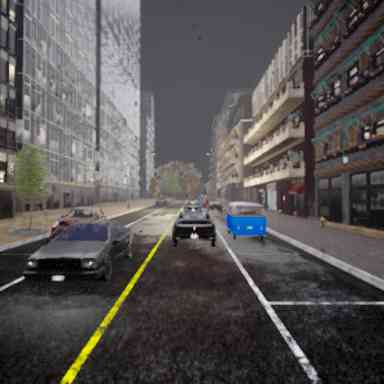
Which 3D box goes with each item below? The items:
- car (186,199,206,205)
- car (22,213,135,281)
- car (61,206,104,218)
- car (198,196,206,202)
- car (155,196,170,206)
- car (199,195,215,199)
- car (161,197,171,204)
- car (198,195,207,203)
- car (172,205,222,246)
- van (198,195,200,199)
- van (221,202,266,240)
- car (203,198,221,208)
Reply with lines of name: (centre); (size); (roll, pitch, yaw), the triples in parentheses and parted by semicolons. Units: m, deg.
car: (0.093, 1.720, 33.424); (2.033, 1.411, 5.357); (0, 0, 0)
car: (-3.038, 1.601, 10.260); (2.033, 1.411, 5.357); (0, 0, 1)
car: (-5.681, 1.529, 17.289); (1.967, 1.590, 4.097); (1, 0, 0)
car: (2.691, 1.911, 90.842); (1.967, 1.590, 4.097); (1, 0, 0)
car: (-5.695, 1.638, 62.548); (2.192, 1.841, 5.009); (1, 0, 0)
car: (2.694, 1.580, 51.242); (2.192, 1.841, 5.009); (1, 0, 0)
car: (-5.665, 1.906, 73.692); (1.752, 1.417, 4.829); (1, 0, 0)
car: (2.689, 1.756, 85.186); (2.192, 1.841, 5.009); (1, 0, 0)
car: (0.096, 1.573, 15.713); (2.128, 1.511, 4.902); (0, 0, 0)
van: (2.690, 1.723, 73.871); (1.690, 1.788, 3.998); (1, 0, 0)
van: (2.701, 1.431, 17.298); (1.690, 1.788, 3.998); (1, 0, 0)
car: (2.693, 1.757, 39.925); (2.008, 1.369, 4.403); (1, 0, 0)
